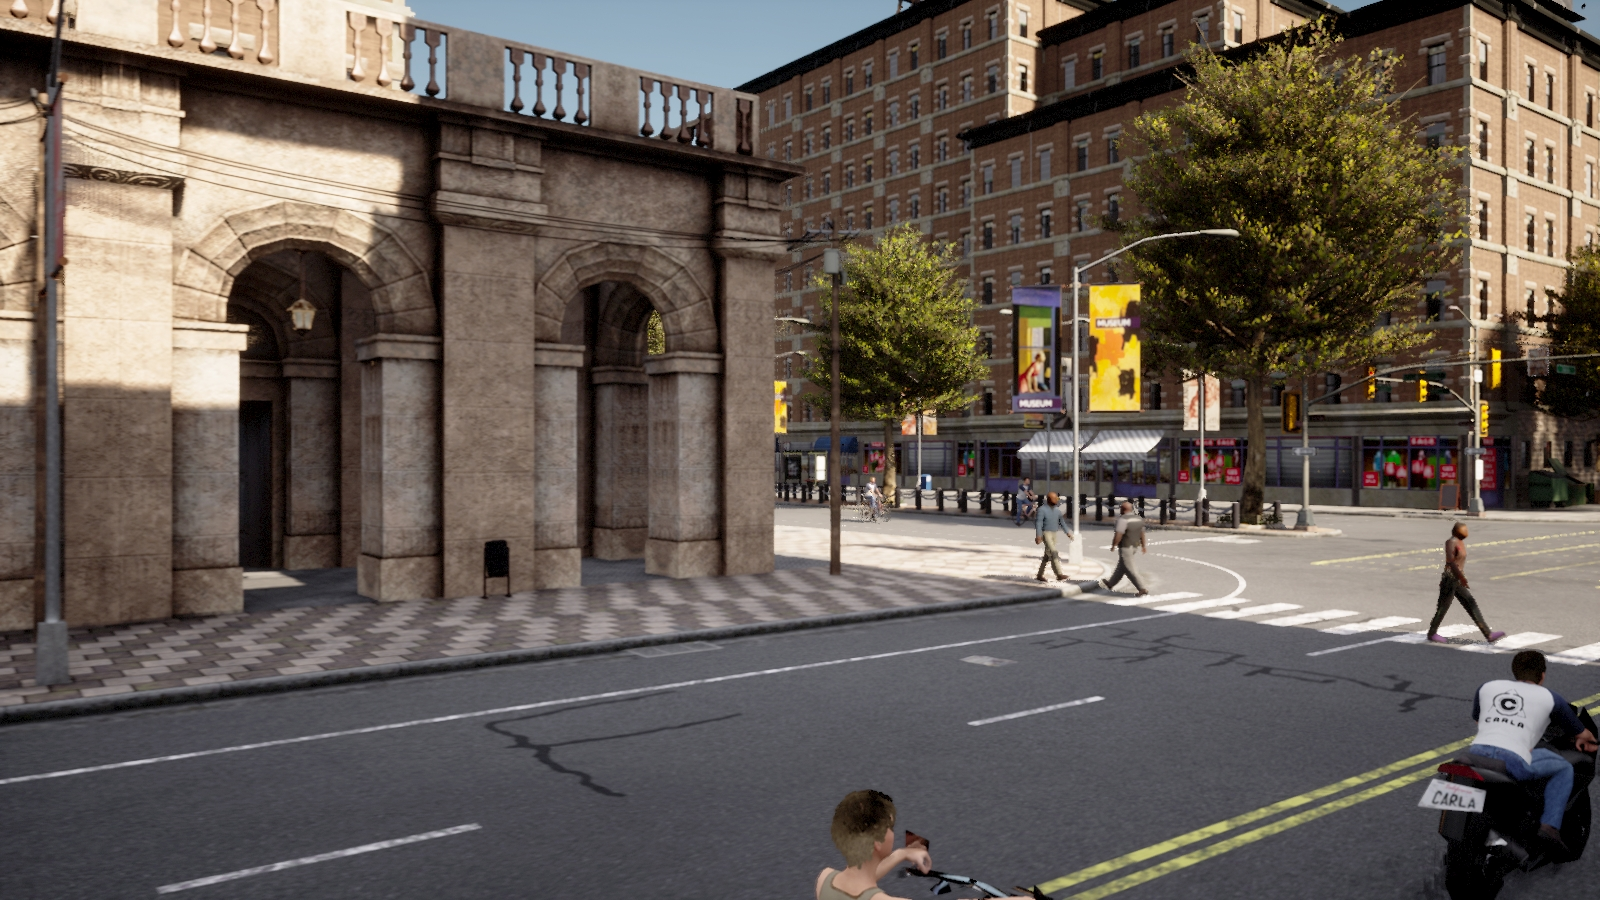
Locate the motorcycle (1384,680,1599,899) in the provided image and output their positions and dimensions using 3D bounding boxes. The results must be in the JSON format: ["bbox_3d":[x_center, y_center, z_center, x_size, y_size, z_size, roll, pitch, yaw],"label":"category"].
[{"bbox_3d":[4.607,2.213,7.236,2.033,1.145,0.803,0,0,-37],"label":"motorcycle"}]

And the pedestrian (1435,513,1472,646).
[{"bbox_3d":[9.401,1.850,16.436,0.375,1.860,0.375,0,0,-43],"label":"pedestrian"}]

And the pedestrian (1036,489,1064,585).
[{"bbox_3d":[4.906,1.698,22.432,0.375,1.860,0.375,0,0,-31],"label":"pedestrian"}]

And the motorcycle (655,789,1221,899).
[{"bbox_3d":[0.507,2.170,4.158,2.356,1.277,0.764,0,0,-37],"label":"motorcycle"}]

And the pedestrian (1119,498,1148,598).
[{"bbox_3d":[6.333,1.851,21.700,0.375,1.860,0.375,0,0,-35],"label":"pedestrian"}]
